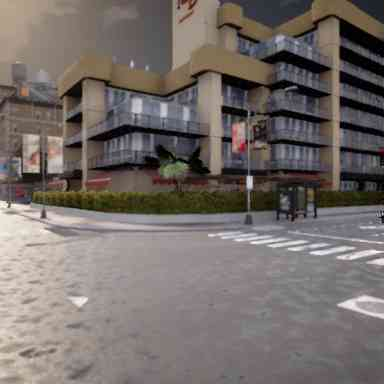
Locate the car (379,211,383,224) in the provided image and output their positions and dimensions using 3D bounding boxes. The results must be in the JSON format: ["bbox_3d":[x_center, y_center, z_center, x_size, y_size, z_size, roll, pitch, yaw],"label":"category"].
[{"bbox_3d":[15.059,1.542,23.201,4.718,1.301,1.895,0,0,-35],"label":"car"}]
